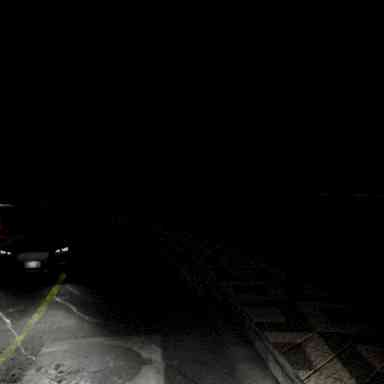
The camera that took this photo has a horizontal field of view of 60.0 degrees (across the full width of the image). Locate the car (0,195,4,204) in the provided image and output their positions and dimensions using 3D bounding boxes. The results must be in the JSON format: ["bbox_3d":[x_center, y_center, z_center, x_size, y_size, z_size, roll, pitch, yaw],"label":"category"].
[{"bbox_3d":[-29.356,1.037,49.606,1.837,1.490,4.892,0,1,-34],"label":"car"}]

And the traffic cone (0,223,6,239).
[{"bbox_3d":[-8.894,1.881,15.645,0.340,0.580,0.340,0,0,-27],"label":"traffic cone"}]

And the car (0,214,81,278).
[{"bbox_3d":[-4.558,1.457,10.268,2.128,1.511,4.902,0,0,-18],"label":"car"}]

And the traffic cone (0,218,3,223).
[{"bbox_3d":[-11.302,1.850,19.700,0.340,0.580,0.340,0,0,-33],"label":"traffic cone"}]
